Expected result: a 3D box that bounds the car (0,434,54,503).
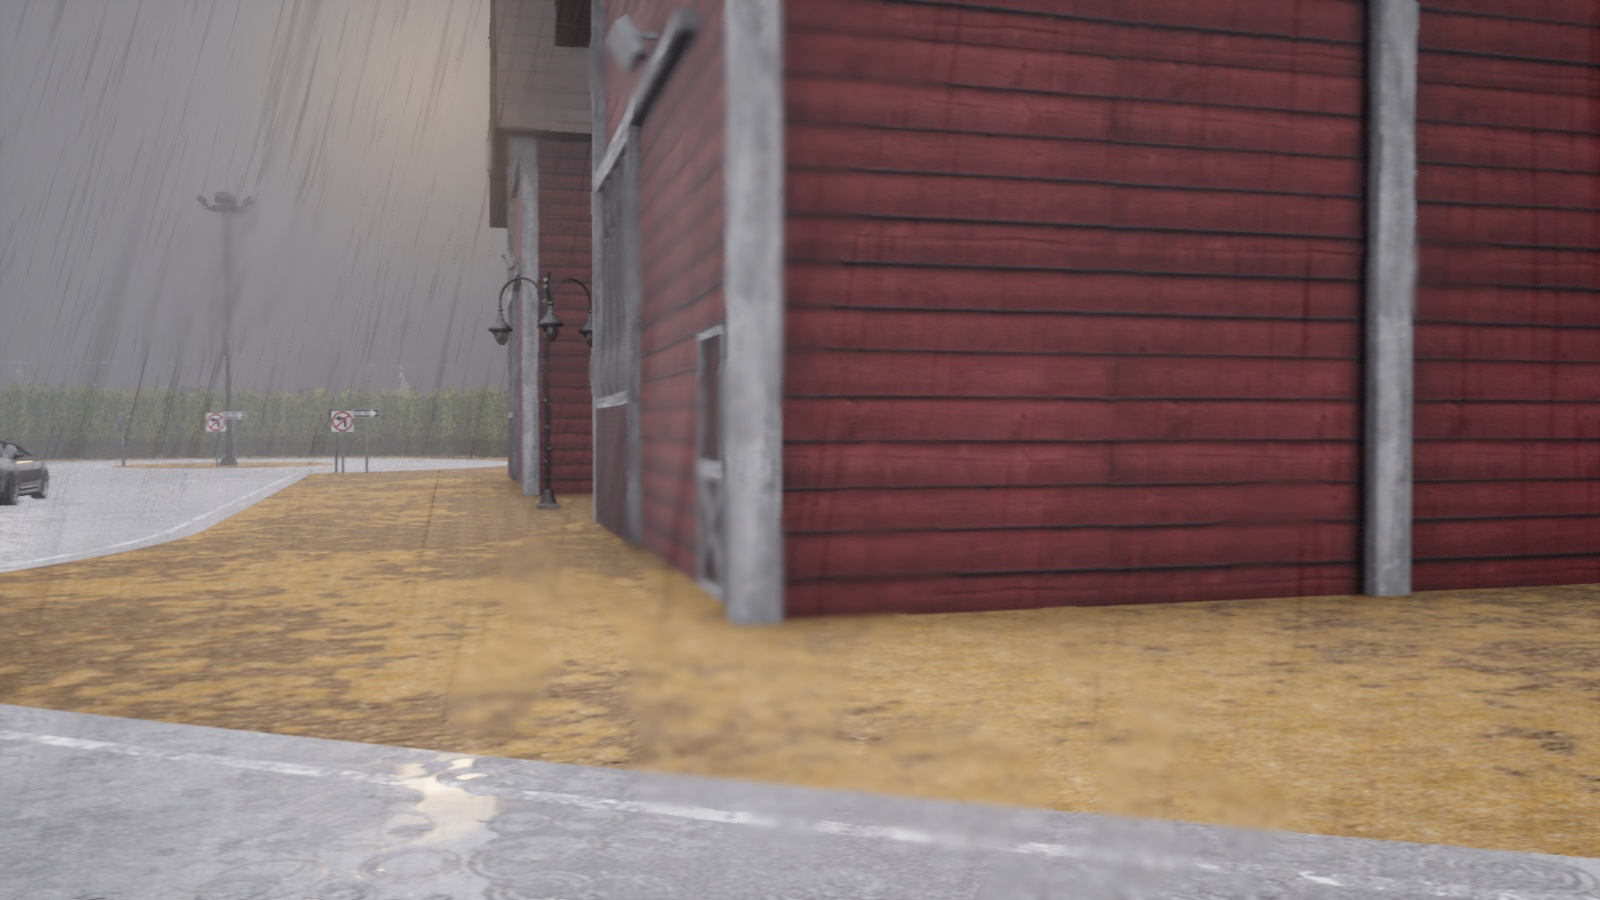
[{"bbox_3d":[-17.942,0.348,27.369,1.994,1.385,4.181,0,1,-18],"label":"car"}]
